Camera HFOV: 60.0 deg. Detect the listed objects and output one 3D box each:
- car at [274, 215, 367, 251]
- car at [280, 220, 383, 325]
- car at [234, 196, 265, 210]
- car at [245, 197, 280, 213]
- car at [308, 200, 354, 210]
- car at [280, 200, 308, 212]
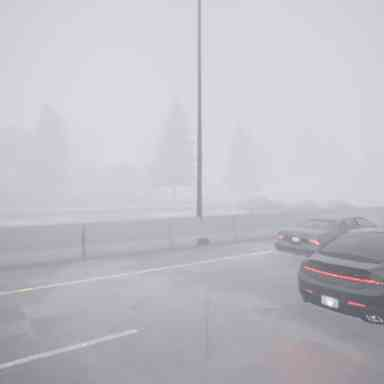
[{"bbox_3d":[5.274,1.519,11.783,5.357,1.411,2.033,0,0,-35],"label":"car"},{"bbox_3d":[4.191,1.489,6.738,4.892,1.490,1.837,-1,0,-35],"label":"car"},{"bbox_3d":[7.129,1.271,39.079,4.553,1.767,2.097,0,0,-35],"label":"car"},{"bbox_3d":[8.314,1.525,35.633,4.718,1.301,1.895,0,0,-35],"label":"car"},{"bbox_3d":[13.002,1.454,30.375,4.674,1.442,1.812,0,0,-35],"label":"car"},{"bbox_3d":[11.337,1.489,33.483,4.181,1.385,1.994,0,0,-35],"label":"car"}]
